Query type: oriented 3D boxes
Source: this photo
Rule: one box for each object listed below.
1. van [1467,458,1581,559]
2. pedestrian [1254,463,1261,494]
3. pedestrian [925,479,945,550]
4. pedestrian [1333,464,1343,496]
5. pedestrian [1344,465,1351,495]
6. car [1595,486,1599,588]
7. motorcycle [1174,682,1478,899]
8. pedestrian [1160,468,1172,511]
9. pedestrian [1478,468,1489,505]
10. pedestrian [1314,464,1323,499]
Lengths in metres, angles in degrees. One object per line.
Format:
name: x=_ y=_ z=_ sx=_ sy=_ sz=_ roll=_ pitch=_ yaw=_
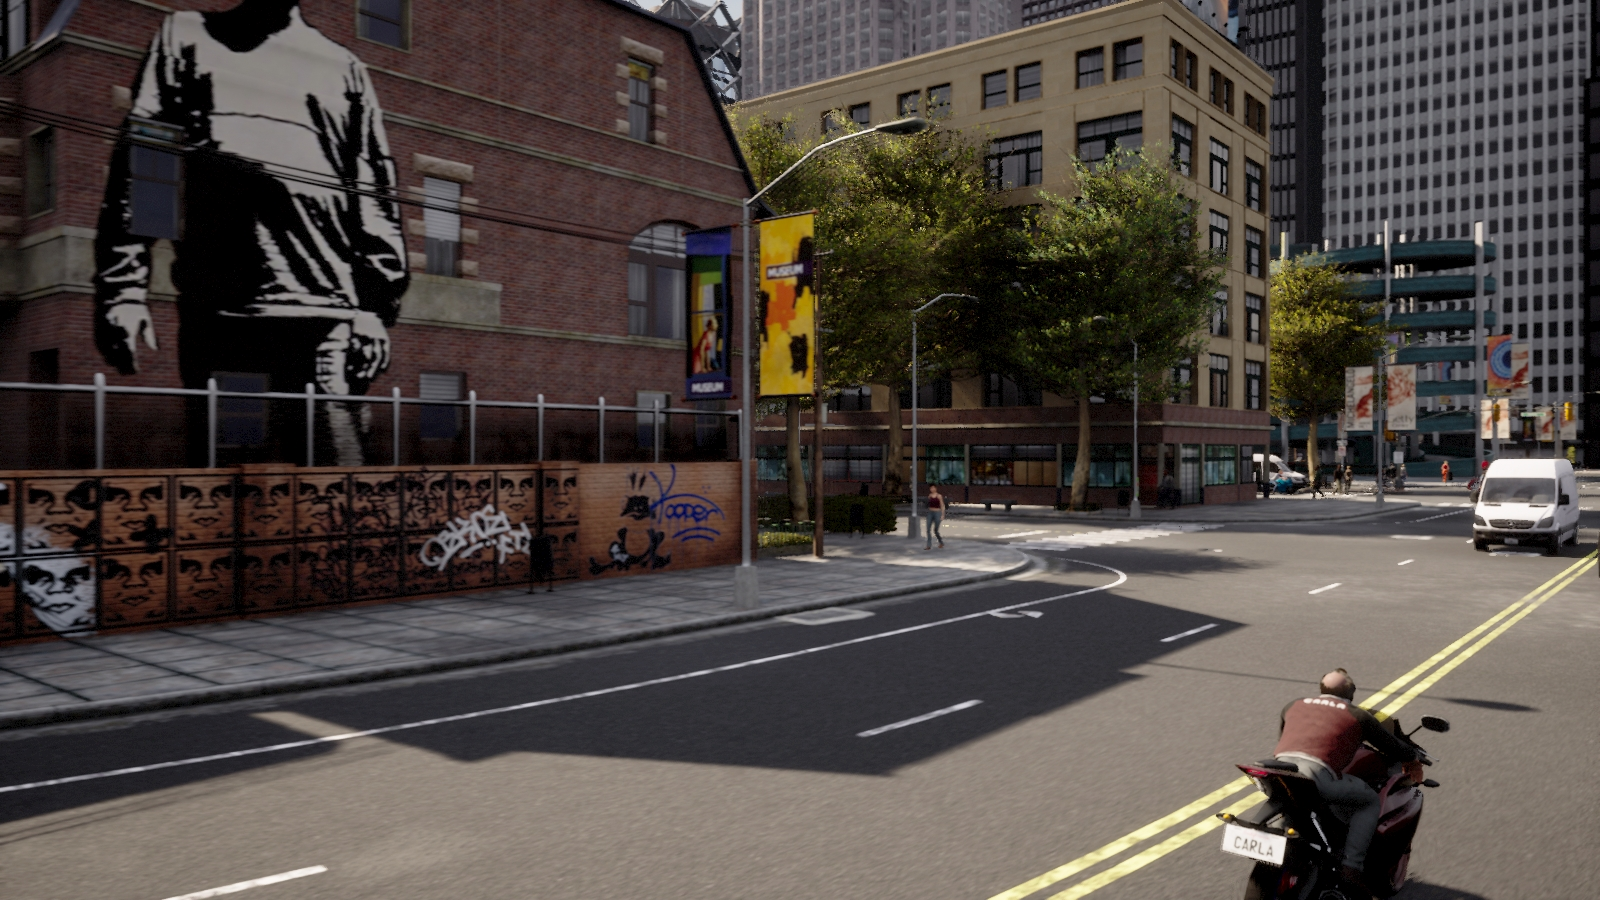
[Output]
van: x=20.666 y=1.539 z=32.475 sx=1.988 sy=2.561 sz=5.915 roll=0 pitch=0 yaw=40
pedestrian: x=27.503 y=1.712 z=68.657 sx=0.375 sy=1.860 sz=0.375 roll=0 pitch=0 yaw=22
pedestrian: x=3.591 y=1.704 z=30.320 sx=0.375 sy=1.860 sz=0.375 roll=0 pitch=0 yaw=39
pedestrian: x=30.859 y=1.709 z=65.506 sx=0.375 sy=1.860 sz=0.375 roll=0 pitch=0 yaw=-12
pedestrian: x=33.834 y=1.862 z=70.634 sx=0.375 sy=1.860 sz=0.375 roll=0 pitch=0 yaw=32
car: x=18.762 y=1.783 z=24.663 sx=2.150 sy=2.045 sz=5.566 roll=0 pitch=0 yaw=40
motorcycle: x=3.158 y=2.206 z=6.731 sx=2.209 sy=1.251 sz=0.867 roll=0 pitch=0 yaw=-44
pedestrian: x=15.972 y=1.707 z=49.802 sx=0.375 sy=1.860 sz=0.375 roll=0 pitch=0 yaw=-6
pedestrian: x=34.517 y=1.858 z=57.682 sx=0.375 sy=1.860 sz=0.375 roll=0 pitch=0 yaw=45
pedestrian: x=28.266 y=1.708 z=62.258 sx=0.375 sy=1.860 sz=0.375 roll=0 pitch=0 yaw=37
